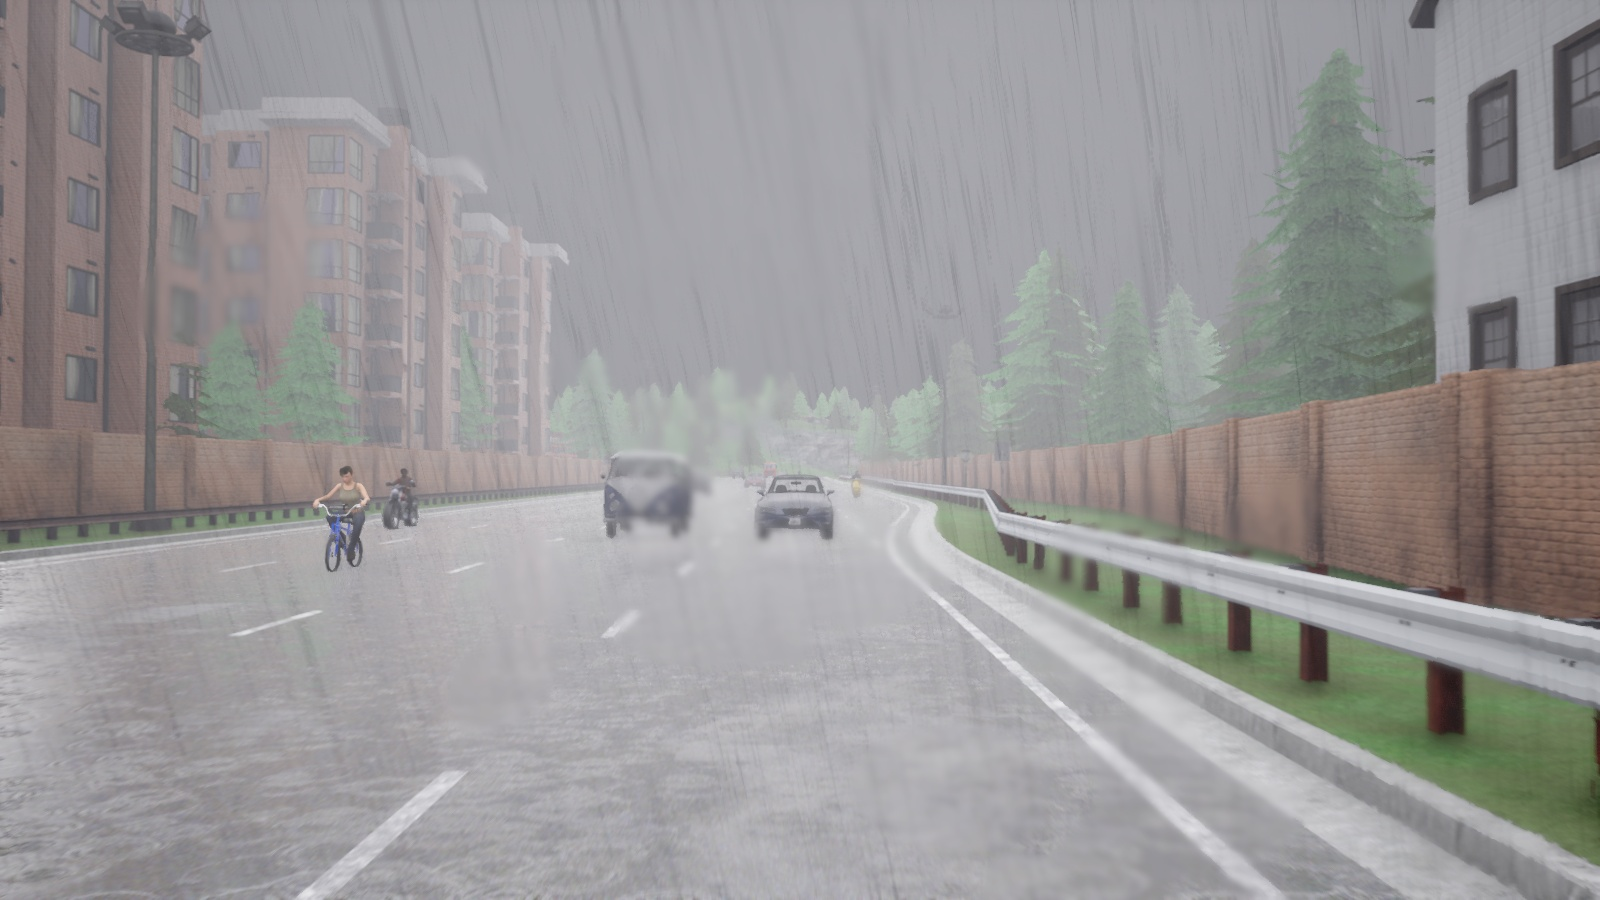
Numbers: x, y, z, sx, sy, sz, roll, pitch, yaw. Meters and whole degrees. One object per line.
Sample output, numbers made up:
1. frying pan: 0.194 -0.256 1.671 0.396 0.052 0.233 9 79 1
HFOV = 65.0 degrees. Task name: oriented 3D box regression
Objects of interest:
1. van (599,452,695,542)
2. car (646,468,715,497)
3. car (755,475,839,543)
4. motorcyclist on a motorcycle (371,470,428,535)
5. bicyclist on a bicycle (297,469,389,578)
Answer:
1. van: -3.574 1.085 30.052 1.775 1.987 4.442 0 -1 0
2. car: -7.235 1.975 76.807 2.242 1.667 4.611 -1 -1 24
3. car: -0.071 1.320 29.379 1.816 1.474 4.193 0 -1 0
4. motorcyclist on a motorcycle: -10.581 1.365 33.289 0.766 1.649 2.350 0 -1 0
5. bicyclist on a bicycle: -7.043 1.105 19.440 0.866 1.612 1.509 0 -1 0
